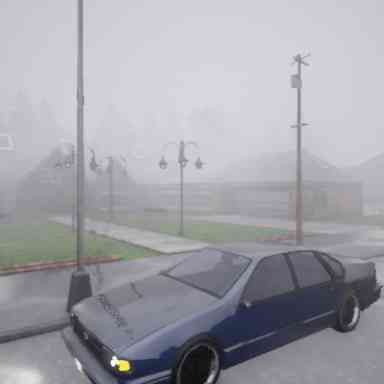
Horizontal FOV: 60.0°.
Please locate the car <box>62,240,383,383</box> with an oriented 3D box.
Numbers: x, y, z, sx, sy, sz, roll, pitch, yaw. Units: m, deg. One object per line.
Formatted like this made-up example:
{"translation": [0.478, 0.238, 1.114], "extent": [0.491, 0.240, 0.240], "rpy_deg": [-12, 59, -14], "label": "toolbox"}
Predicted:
{"translation": [0.915, 1.535, 5.245], "extent": [5.357, 1.411, 2.033], "rpy_deg": [0, 0, -35], "label": "car"}
